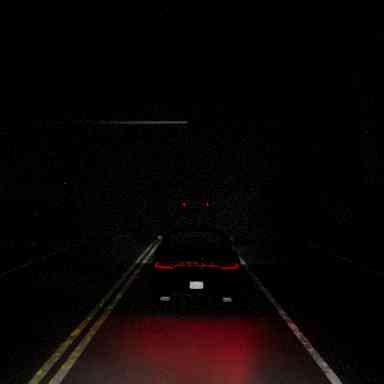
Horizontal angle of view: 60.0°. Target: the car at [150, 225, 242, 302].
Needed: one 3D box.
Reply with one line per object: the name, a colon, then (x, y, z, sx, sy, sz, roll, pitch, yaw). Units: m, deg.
car: (0.087, 1.594, 8.582, 1.882, 1.535, 5.008, 1, -1, 0)
